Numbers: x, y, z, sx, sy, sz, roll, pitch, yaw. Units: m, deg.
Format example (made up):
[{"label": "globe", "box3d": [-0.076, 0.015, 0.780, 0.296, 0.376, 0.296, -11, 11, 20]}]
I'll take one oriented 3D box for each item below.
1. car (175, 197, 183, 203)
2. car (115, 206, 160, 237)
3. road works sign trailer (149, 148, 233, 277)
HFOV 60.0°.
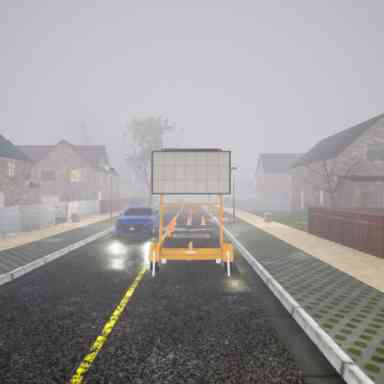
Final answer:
[{"label": "car", "box3d": [-2.945, 1.919, 75.084, 1.812, 1.442, 4.674, 0, -1, 0]}, {"label": "car", "box3d": [-2.898, 1.506, 18.496, 1.882, 1.535, 5.008, 0, 0, 0]}, {"label": "road works sign trailer", "box3d": [-0.026, 0.473, 10.221, 2.380, 3.560, 2.880, 0, 0, 0]}]
